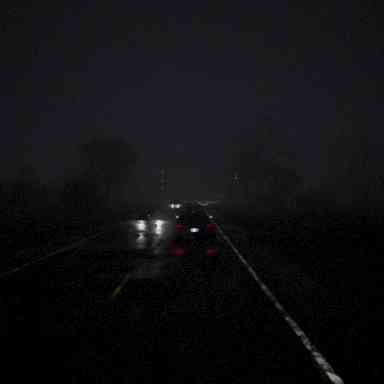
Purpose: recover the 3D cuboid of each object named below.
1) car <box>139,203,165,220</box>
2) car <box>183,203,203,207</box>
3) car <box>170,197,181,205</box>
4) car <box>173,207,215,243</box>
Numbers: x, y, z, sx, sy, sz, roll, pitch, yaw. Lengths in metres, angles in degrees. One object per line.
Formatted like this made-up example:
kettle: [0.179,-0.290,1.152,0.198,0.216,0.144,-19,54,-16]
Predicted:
car: [-3.601,1.727,30.208,1.812,1.442,4.674,0,0,0]
car: [0.094,1.778,32.379,1.994,1.385,4.181,0,0,0]
car: [-3.507,1.910,70.898,2.128,1.511,4.902,0,0,0]
car: [0.096,1.682,16.776,1.994,1.385,4.181,0,0,0]
